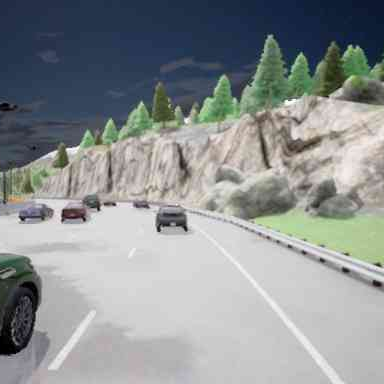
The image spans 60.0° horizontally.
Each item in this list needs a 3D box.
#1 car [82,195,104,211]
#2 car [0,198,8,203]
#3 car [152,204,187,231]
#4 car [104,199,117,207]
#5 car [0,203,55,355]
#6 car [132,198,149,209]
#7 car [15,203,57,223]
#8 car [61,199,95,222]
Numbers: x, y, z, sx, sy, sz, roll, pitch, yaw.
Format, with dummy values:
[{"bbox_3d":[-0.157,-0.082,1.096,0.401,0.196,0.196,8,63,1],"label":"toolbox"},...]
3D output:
[{"bbox_3d":[-13.034,1.399,43.239,2.150,2.045,5.566,0,0,-17],"label":"car"},{"bbox_3d":[-36.673,1.866,64.308,1.837,1.490,4.892,0,0,-27],"label":"car"},{"bbox_3d":[-1.400,1.560,21.106,1.837,1.490,4.892,0,0,-8],"label":"car"},{"bbox_3d":[-14.279,1.814,57.256,1.895,1.301,4.718,0,0,-21],"label":"car"},{"bbox_3d":[-3.414,1.249,2.958,2.150,2.045,5.566,0,0,-2],"label":"car"},{"bbox_3d":[-7.546,1.645,48.615,2.128,1.511,4.902,0,0,-18],"label":"car"},{"bbox_3d":[-13.178,1.691,28.422,2.033,1.411,5.357,0,0,-11],"label":"car"},{"bbox_3d":[-9.580,1.598,27.764,1.882,1.535,5.008,0,0,-11],"label":"car"}]
